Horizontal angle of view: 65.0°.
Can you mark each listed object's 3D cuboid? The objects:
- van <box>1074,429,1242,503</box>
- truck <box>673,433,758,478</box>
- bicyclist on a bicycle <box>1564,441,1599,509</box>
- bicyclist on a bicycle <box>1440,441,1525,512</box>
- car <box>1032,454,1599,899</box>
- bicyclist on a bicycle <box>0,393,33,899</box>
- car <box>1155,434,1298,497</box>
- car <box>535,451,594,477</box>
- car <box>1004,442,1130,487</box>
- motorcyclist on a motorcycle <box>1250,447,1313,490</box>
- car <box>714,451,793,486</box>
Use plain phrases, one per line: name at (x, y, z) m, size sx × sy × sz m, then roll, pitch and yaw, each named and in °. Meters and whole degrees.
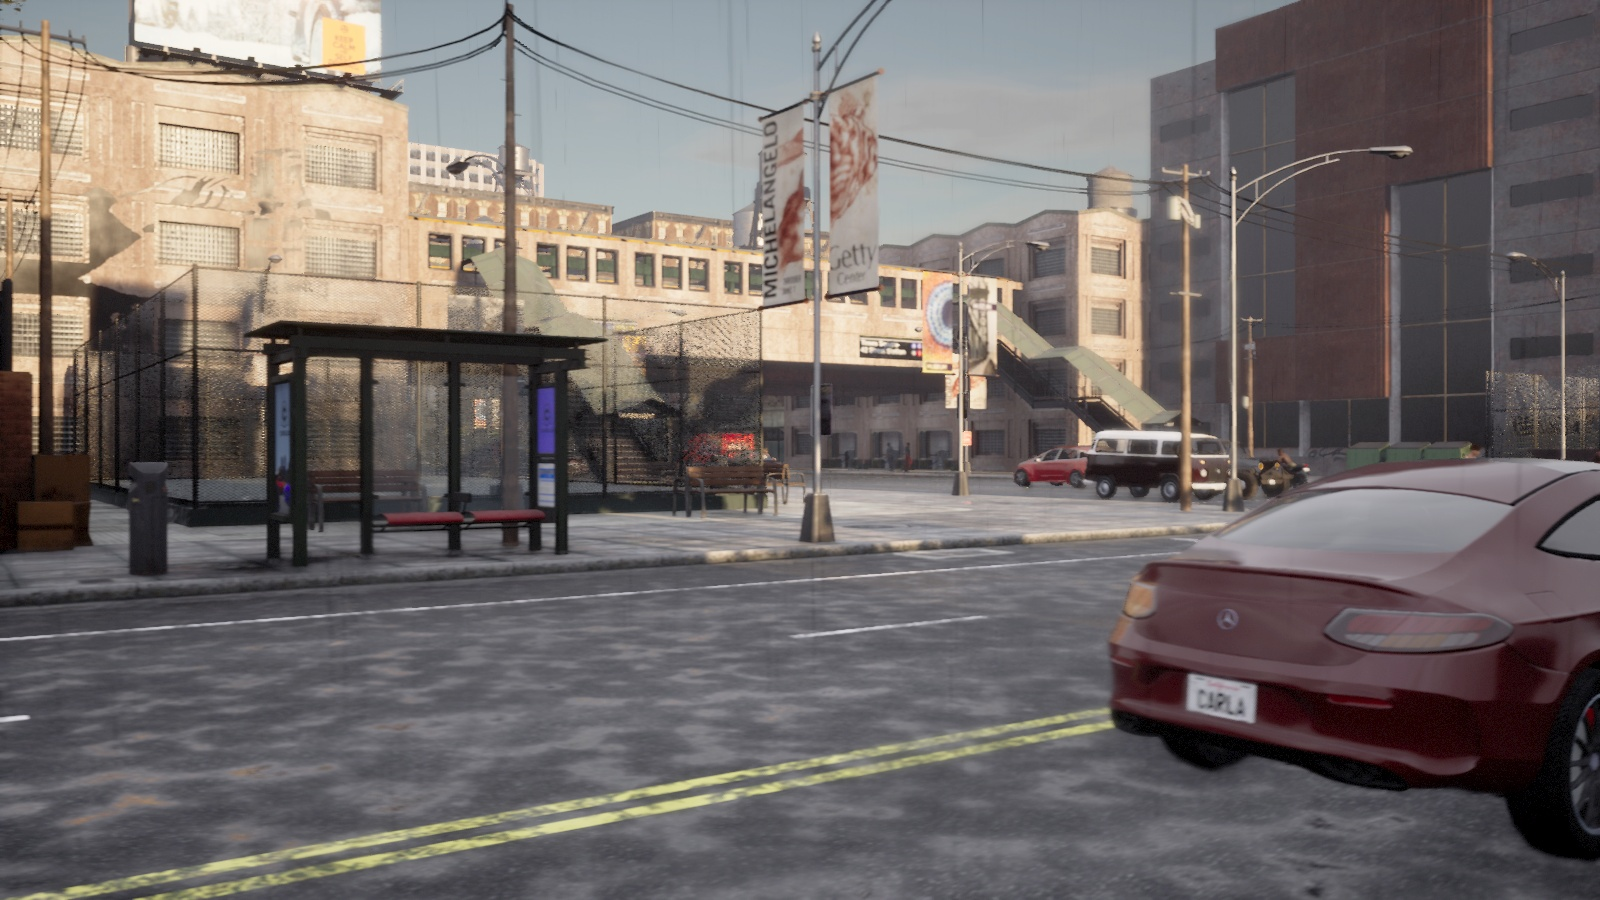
van at (10.539, 0.410, 37.248) m, size 2.069 × 2.038 × 4.480 m, roll 0°, pitch 1°, yaw -34°
truck at (-4.916, 0.302, 72.387) m, size 2.627 × 2.467 × 5.204 m, roll 0°, pitch 0°, yaw -34°
bicyclist on a bicycle at (19.494, 0.600, 30.356) m, size 0.582 × 1.620 × 1.656 m, roll 0°, pitch 0°, yaw -34°
bicyclist on a bicycle at (15.938, 0.603, 29.364) m, size 0.866 × 1.612 × 1.509 m, roll 0°, pitch 0°, yaw -34°
car at (3.439, 0.754, 6.038) m, size 4.674 × 1.442 × 1.812 m, roll 0°, pitch 0°, yaw -35°
bicyclist on a bicycle at (-2.234, 0.711, 2.025) m, size 1.656 × 1.620 × 0.582 m, roll 0°, pitch 0°, yaw -36°
car at (13.316, 0.480, 39.387) m, size 1.905 × 1.878 × 3.866 m, roll 0°, pitch 0°, yaw -34°
car at (-13.699, 0.802, 72.906) m, size 1.970 × 1.475 × 3.806 m, roll 0°, pitch 0°, yaw -34°
car at (10.506, 0.545, 49.697) m, size 2.242 × 1.667 × 4.611 m, roll 0°, pitch 0°, yaw -34°
motorcyclist on a motorcycle at (17.494, 0.644, 45.680) m, size 0.797 × 1.523 × 2.044 m, roll 0°, pitch 0°, yaw -34°
car at (-2.106, 0.784, 55.740) m, size 1.845 × 1.501 × 3.633 m, roll 0°, pitch 0°, yaw -34°
